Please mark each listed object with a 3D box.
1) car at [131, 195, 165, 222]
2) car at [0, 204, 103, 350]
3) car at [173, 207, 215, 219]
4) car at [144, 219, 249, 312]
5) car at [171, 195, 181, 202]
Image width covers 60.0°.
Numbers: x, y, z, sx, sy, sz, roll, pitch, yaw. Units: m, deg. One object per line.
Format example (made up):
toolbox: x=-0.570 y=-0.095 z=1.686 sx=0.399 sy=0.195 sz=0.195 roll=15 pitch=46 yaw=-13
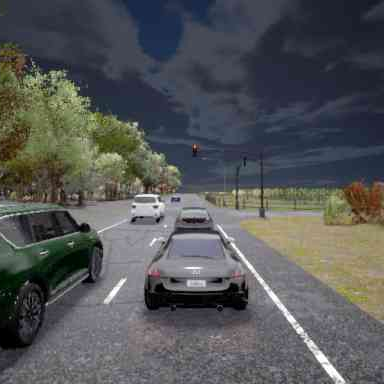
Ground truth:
car: x=-3.409 y=1.229 z=26.472 sx=2.150 sy=2.045 sz=5.566 roll=0 pitch=0 yaw=0
car: x=-3.399 y=1.222 z=6.373 sx=2.150 sy=2.045 sz=5.566 roll=0 pitch=0 yaw=0
car: x=0.100 y=1.509 z=16.733 sx=1.837 sy=1.490 sz=4.892 roll=0 pitch=0 yaw=0
car: x=0.094 y=1.566 z=7.820 sx=1.994 sy=1.385 sz=4.181 roll=0 pitch=0 yaw=0
car: x=-3.496 y=1.482 z=73.444 sx=1.882 sy=1.535 sz=5.008 roll=0 pitch=0 yaw=0
